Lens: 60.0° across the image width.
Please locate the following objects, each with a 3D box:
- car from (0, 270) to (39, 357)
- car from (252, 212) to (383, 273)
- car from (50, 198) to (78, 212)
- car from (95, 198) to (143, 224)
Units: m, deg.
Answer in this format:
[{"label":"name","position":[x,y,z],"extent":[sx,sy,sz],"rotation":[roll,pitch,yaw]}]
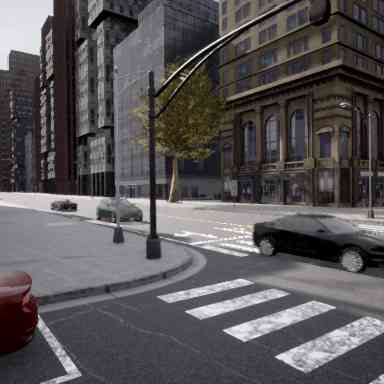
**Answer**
[{"label":"car","position":[-4.175,1.545,3.660],"extent":[4.507,1.381,1.887],"rotation":[0,-1,-36]},{"label":"car","position":[4.214,1.476,11.029],"extent":[1.882,1.535,5.008],"rotation":[-1,0,-36]},{"label":"car","position":[-13.889,1.374,35.990],"extent":[1.895,1.301,4.718],"rotation":[-1,1,-36]},{"label":"car","position":[-5.340,1.243,24.190],"extent":[2.097,1.767,4.553],"rotation":[-1,1,-36]}]
